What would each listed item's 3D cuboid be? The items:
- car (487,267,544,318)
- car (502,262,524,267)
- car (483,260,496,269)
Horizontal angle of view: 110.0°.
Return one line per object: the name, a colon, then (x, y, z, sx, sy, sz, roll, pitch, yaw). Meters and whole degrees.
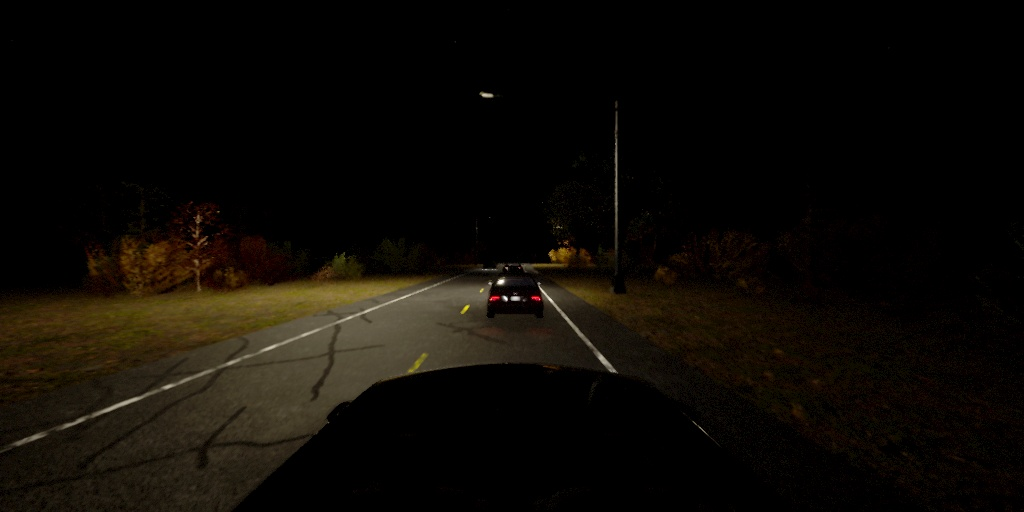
car: (0.099, 1.300, 13.024, 2.033, 1.411, 5.357, 0, 0, 0)
car: (0.097, 1.251, 32.983, 2.128, 1.511, 4.902, 0, 0, 0)
car: (-3.427, 1.314, 55.704, 2.033, 1.411, 5.357, 0, 0, 2)
